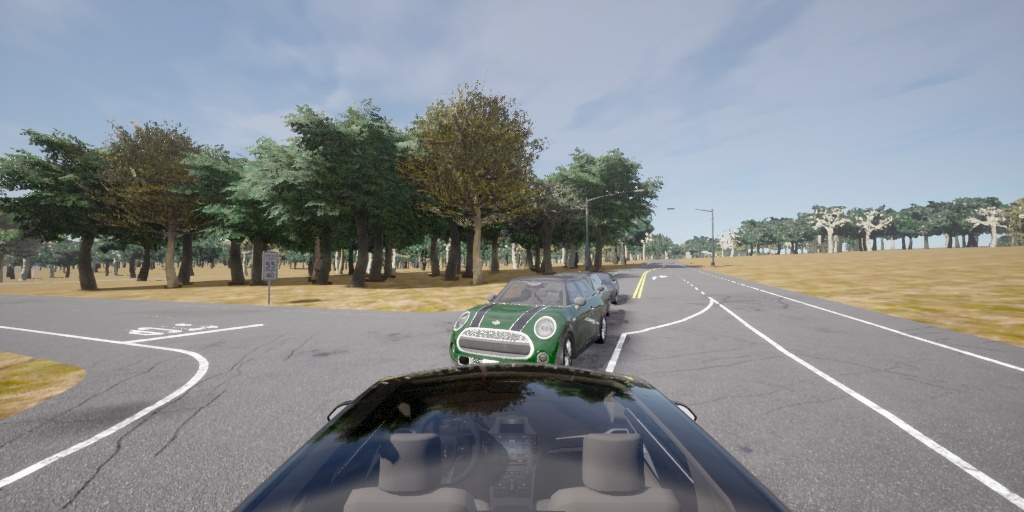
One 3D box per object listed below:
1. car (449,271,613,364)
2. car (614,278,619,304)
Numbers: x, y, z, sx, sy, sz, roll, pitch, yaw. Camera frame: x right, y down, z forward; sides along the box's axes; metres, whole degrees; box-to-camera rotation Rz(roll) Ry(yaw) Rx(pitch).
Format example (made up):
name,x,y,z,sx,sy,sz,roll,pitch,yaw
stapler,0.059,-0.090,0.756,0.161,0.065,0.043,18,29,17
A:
name,x,y,z,sx,sy,sz,roll,pitch,yaw
car,0.627,1.217,7.763,2.097,1.767,4.553,-1,-2,26
car,4.236,1.508,17.800,1.994,1.385,4.181,-1,0,19
